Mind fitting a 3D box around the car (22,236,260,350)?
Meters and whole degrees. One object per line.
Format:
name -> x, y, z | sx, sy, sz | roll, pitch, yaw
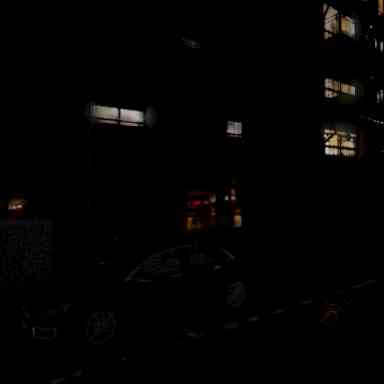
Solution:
car -> -0.660, 1.549, 6.102 | 4.403, 1.369, 2.008 | 0, -1, -36
